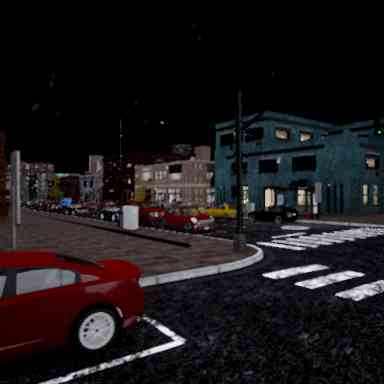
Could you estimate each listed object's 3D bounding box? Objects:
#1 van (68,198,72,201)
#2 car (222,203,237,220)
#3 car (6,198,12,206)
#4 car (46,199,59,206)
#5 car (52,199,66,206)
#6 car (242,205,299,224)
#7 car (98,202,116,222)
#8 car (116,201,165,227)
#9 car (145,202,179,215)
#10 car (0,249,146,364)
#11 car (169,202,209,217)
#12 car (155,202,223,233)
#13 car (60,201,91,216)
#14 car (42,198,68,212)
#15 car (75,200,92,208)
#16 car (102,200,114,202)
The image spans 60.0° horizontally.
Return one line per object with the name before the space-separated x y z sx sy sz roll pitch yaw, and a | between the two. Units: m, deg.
van | -27.231 2.182 71.941 1.690 1.788 3.998 -1 0 -37
car | 2.964 1.761 31.193 1.752 1.417 4.829 -1 0 -37
car | -40.721 2.363 76.055 2.192 1.841 5.009 -1 0 -37
car | -34.058 2.503 81.163 1.752 1.417 4.829 -1 0 -37
car | -30.591 2.453 76.484 1.887 1.381 4.507 -1 0 -37
car | 6.432 1.732 26.514 1.947 1.339 4.313 -1 0 -37
car | -7.025 1.923 30.654 2.008 1.369 4.403 -1 0 -37
car | -3.664 1.620 26.111 2.192 1.841 5.009 -1 0 -37
car | -3.666 1.919 40.142 2.008 1.369 4.403 -1 0 -37
car | -2.844 1.545 4.533 4.507 1.381 1.887 0 -1 -36
car | -0.402 1.828 35.736 1.752 1.417 4.829 -1 0 -37
car | -0.295 1.678 21.568 1.967 1.590 4.097 -1 0 -37
car | -13.757 2.058 39.739 2.008 1.369 4.403 -1 0 -37
car | -20.493 1.957 48.824 2.192 1.841 5.009 -1 0 -37
car | -20.494 2.288 62.855 1.802 1.307 4.206 -1 0 -37
car | -13.766 2.011 53.770 1.967 1.590 4.097 -1 0 -37
